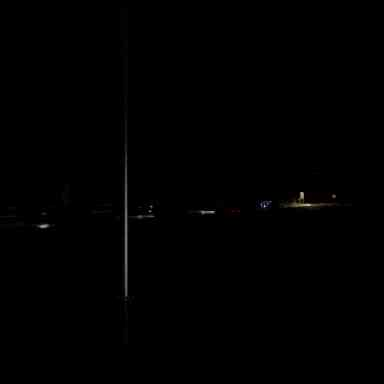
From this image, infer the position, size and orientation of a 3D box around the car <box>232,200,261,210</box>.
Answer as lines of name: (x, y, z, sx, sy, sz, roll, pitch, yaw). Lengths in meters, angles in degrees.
car: (7.792, 1.914, 49.400, 2.128, 1.511, 4.902, -1, -1, 35)

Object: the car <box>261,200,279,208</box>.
car: (13.485, 2.113, 57.666, 1.895, 1.301, 4.718, -1, -1, 35)

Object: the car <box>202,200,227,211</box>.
car: (3.333, 1.945, 48.008, 1.812, 1.442, 4.674, -1, -1, 35)

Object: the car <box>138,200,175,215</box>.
car: (-3.951, 1.655, 37.595, 2.097, 1.767, 4.553, -1, -1, 35)

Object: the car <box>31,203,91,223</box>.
car: (-10.796, 1.669, 27.754, 1.882, 1.535, 5.008, -1, -1, 35)
